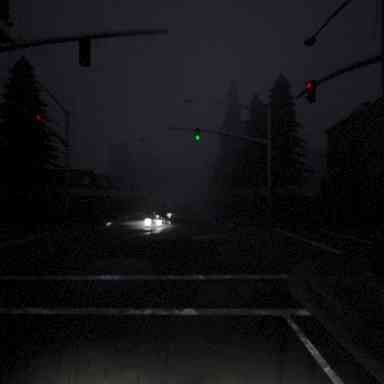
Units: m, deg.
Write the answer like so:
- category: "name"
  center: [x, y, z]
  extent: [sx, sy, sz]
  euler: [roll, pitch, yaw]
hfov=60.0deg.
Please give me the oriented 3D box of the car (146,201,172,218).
- category: "car"
  center: [-3.602, 1.794, 34.395]
  extent: [2.128, 1.511, 4.902]
  euler: [0, 0, 0]
